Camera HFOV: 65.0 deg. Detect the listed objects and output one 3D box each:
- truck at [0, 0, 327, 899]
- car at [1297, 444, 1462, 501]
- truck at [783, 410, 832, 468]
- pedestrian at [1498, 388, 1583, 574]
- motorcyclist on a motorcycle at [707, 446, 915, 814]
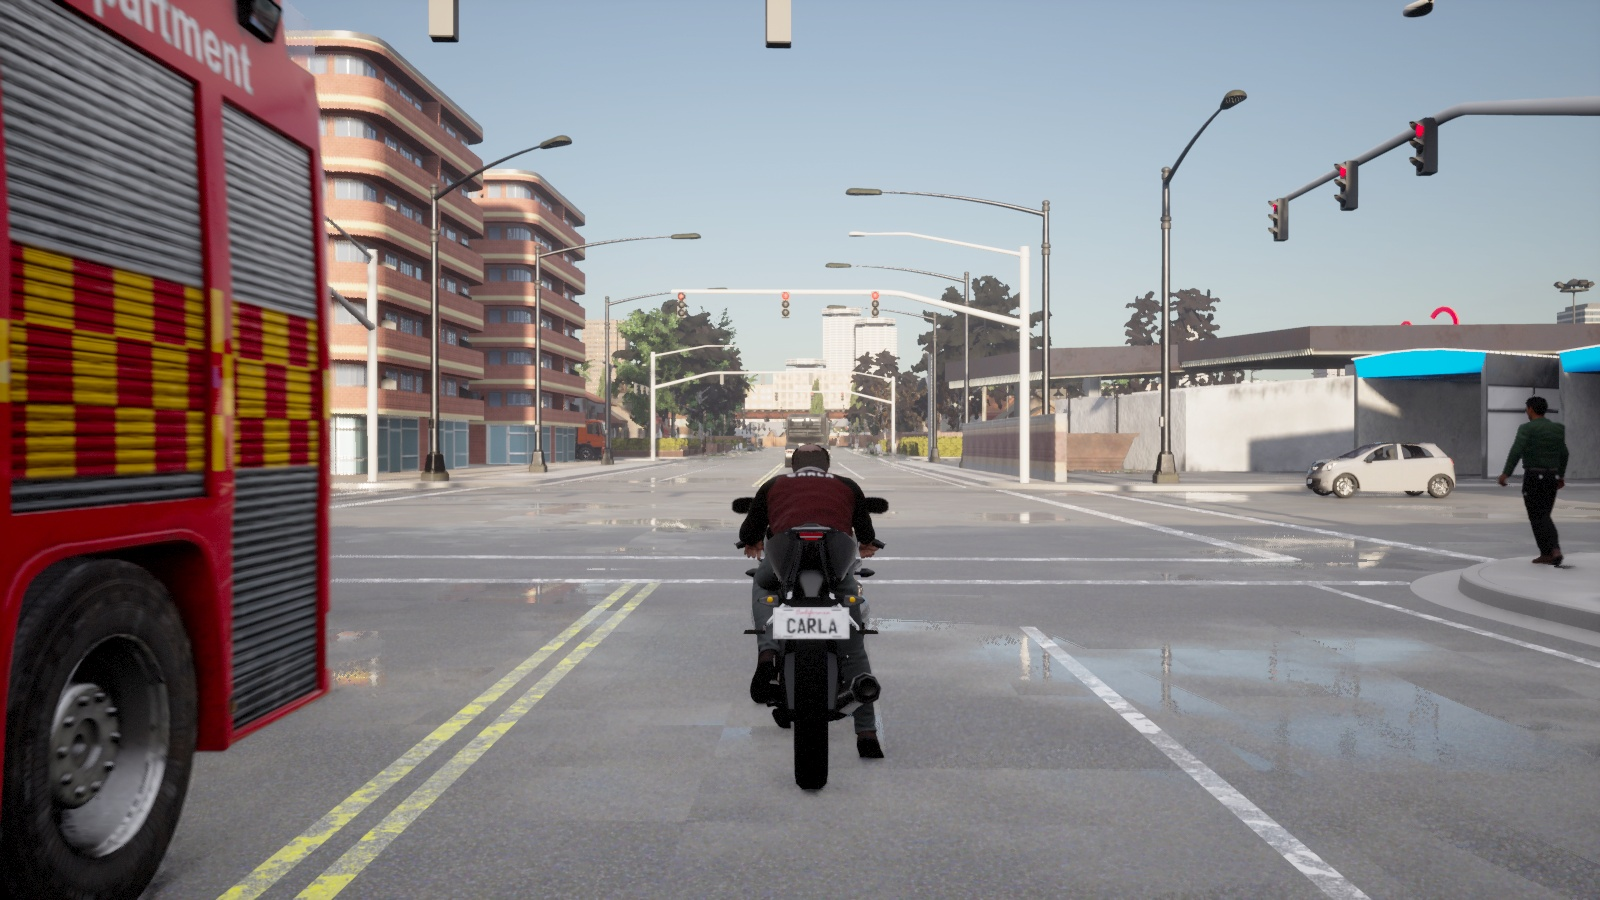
[{"bbox_3d":[-3.477,-0.427,1.100,2.891,3.827,8.468,0,0,0],"label":"truck"},{"bbox_3d":[15.650,0.581,34.043,3.633,1.501,1.845,0,0,1],"label":"car"},{"bbox_3d":[0.466,-0.678,78.471,2.891,3.462,7.936,0,0,0],"label":"truck"},{"bbox_3d":[8.003,0.322,13.589,0.423,1.949,0.788,0,0,-2],"label":"pedestrian"},{"bbox_3d":[0.052,0.746,6.329,0.866,1.530,2.191,0,0,0],"label":"motorcyclist on a motorcycle"}]
